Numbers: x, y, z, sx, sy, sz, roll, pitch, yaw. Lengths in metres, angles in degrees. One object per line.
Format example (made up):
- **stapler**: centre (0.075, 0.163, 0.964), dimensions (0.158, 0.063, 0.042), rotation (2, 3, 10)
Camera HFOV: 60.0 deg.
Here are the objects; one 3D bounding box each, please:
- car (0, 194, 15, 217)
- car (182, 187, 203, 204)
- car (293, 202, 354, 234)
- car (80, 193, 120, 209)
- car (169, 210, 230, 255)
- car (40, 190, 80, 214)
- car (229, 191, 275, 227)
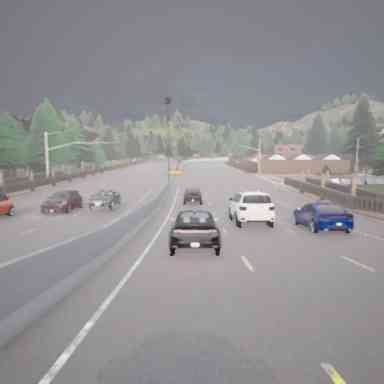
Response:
- **car**: centre (-14.038, 0.990, 22.450), dimensions (2.097, 1.767, 4.553), rotation (0, 3, 0)
- **car**: centre (0.072, 0.277, 33.278), dimensions (1.837, 1.490, 4.892), rotation (0, 6, 0)
- **car**: centre (7.107, 1.309, 18.512), dimensions (1.882, 1.535, 5.008), rotation (0, 2, 0)
- **car**: centre (-6.993, 0.516, 27.040), dimensions (2.128, 1.511, 4.902), rotation (0, 4, 0)
- **car**: centre (0.105, 1.477, 13.331), dimensions (2.128, 1.511, 4.902), rotation (0, 1, 0)
- **car**: centre (-10.493, 0.682, 27.079), dimensions (2.097, 1.767, 4.553), rotation (0, 4, 0)
- **car**: centre (3.607, 0.950, 20.804), dimensions (2.150, 2.045, 5.566), rotation (0, 3, 0)
